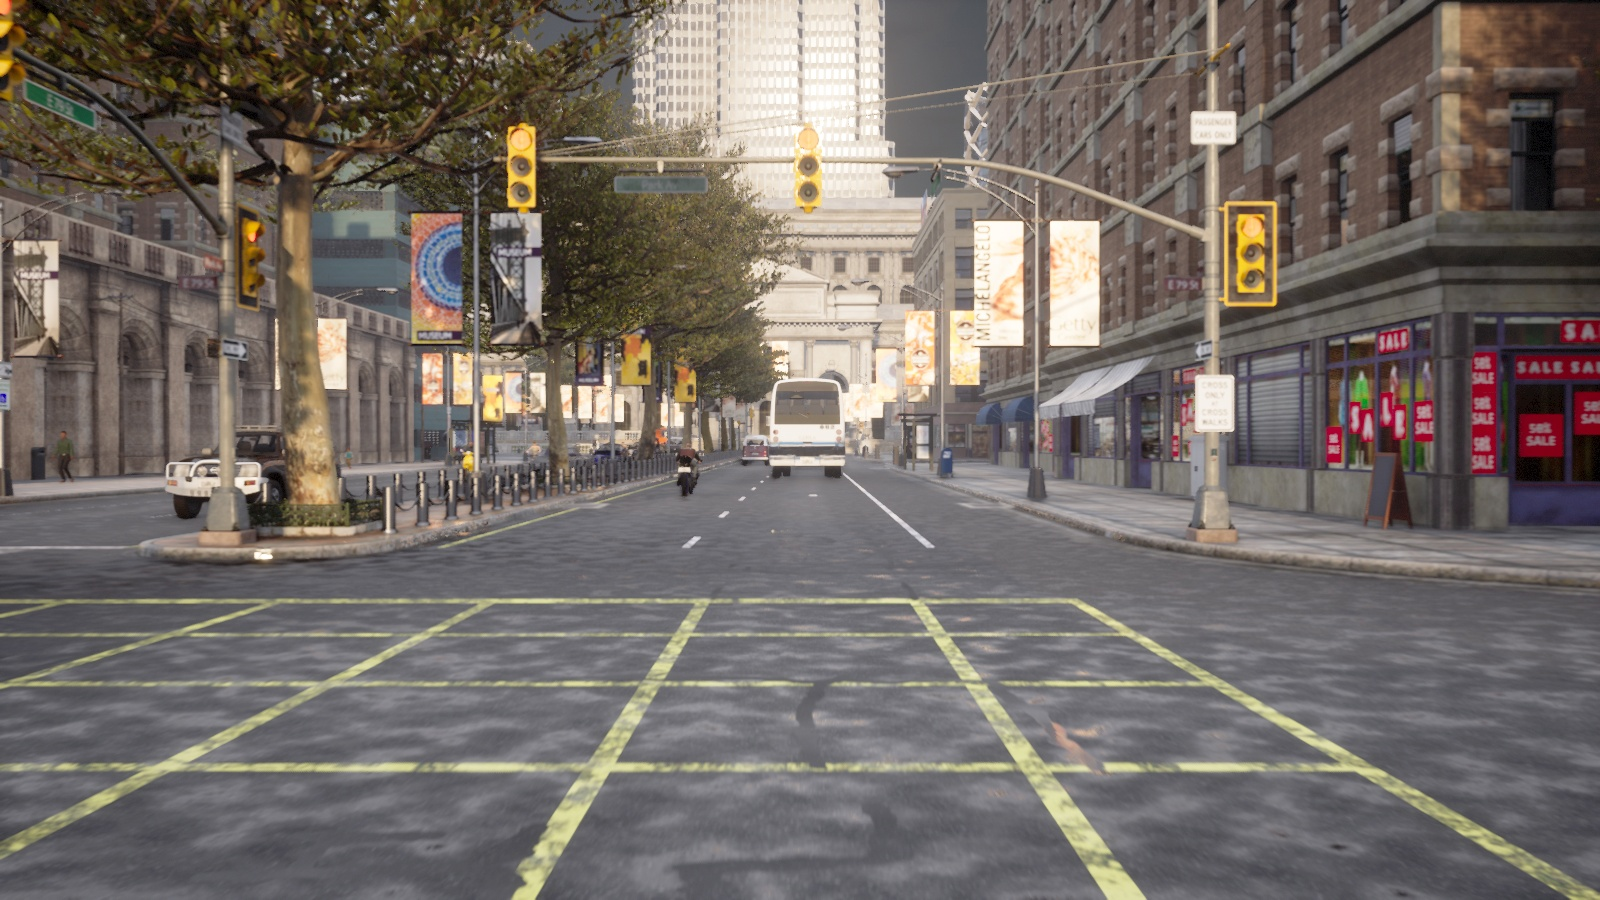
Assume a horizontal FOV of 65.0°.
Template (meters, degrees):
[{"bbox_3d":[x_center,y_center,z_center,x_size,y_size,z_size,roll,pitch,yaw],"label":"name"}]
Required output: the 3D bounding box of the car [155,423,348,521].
[{"bbox_3d":[-11.276,0.406,26.236,1.932,1.855,4.605,0,0,1],"label":"car"}]

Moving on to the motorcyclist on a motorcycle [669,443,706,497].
[{"bbox_3d":[-3.277,0.572,36.746,0.866,1.530,2.191,0,0,0],"label":"motorcyclist on a motorcycle"}]

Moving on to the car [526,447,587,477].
[{"bbox_3d":[-11.157,0.512,57.849,1.895,1.301,4.718,0,0,0],"label":"car"}]

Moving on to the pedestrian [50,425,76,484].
[{"bbox_3d":[-24.799,0.145,42.262,0.423,1.949,0.788,0,0,0],"label":"pedestrian"}]

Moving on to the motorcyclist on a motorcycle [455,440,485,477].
[{"bbox_3d":[-14.669,0.373,55.848,0.866,1.590,1.817,0,0,0],"label":"motorcyclist on a motorcycle"}]

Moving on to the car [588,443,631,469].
[{"bbox_3d":[-11.070,0.338,73.232,1.816,1.474,4.193,0,0,0],"label":"car"}]

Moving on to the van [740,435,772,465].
[{"bbox_3d":[-2.995,-0.019,86.405,2.069,2.038,4.480,0,0,0],"label":"van"}]

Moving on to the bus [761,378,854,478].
[{"bbox_3d":[0.350,-0.959,58.529,3.944,4.253,10.273,0,0,0],"label":"bus"}]
